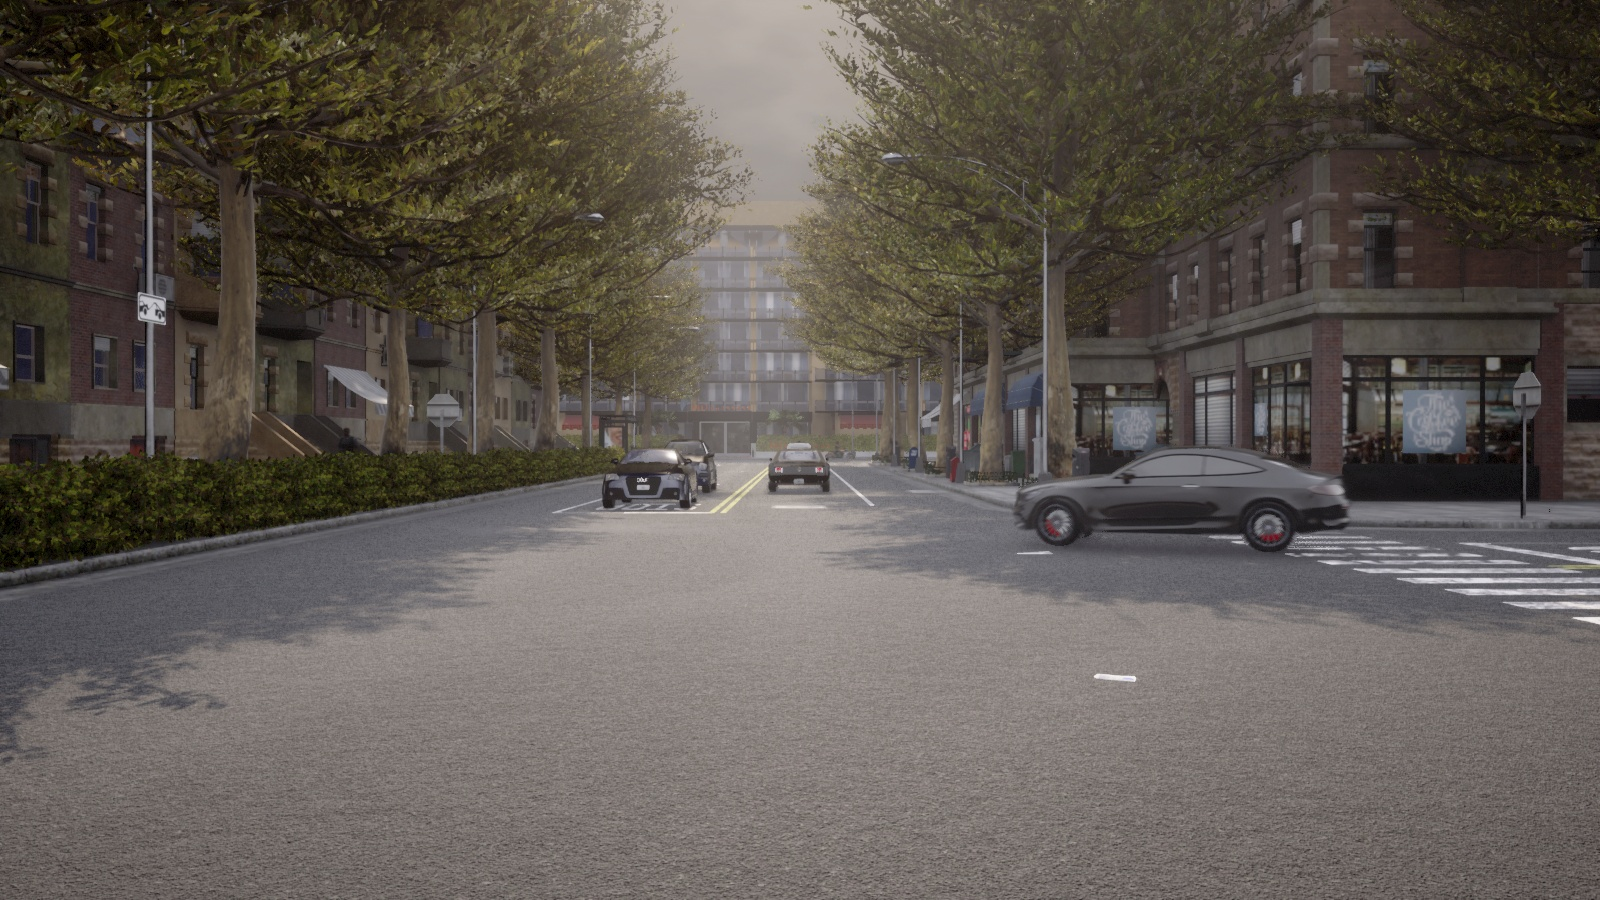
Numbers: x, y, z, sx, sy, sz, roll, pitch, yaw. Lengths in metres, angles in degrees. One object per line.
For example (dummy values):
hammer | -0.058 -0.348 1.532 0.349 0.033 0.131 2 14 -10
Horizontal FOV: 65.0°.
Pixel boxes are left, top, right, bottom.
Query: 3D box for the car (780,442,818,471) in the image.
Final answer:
car | -0.049 0.314 67.182 2.007 1.525 4.514 0 0 0

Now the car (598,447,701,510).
car | -3.518 0.638 30.072 1.994 1.385 4.181 0 0 0

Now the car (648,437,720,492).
car | -3.528 0.422 38.868 1.851 1.617 3.988 0 0 0

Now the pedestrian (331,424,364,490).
pedestrian | -13.071 0.188 36.283 0.563 1.883 0.849 0 0 6

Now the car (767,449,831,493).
car | -0.029 0.623 39.707 1.895 1.301 4.718 0 0 0

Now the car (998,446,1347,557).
car | 5.390 0.673 18.270 4.674 1.442 1.812 0 1 23
